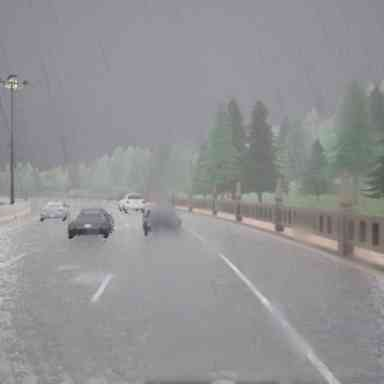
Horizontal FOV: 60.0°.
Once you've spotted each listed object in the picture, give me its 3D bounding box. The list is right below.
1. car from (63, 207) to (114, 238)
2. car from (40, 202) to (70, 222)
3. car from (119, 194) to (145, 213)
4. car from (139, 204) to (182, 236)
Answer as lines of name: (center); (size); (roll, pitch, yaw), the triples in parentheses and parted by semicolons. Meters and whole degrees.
car: (-5.232, 1.555, 17.640); (1.994, 1.385, 4.181); (0, 0, -9)
car: (-10.906, 1.523, 26.700); (1.812, 1.442, 4.674); (0, 0, -15)
car: (-6.600, 1.190, 36.266); (2.150, 2.045, 5.566); (0, 0, -20)
car: (-1.799, 1.579, 18.509); (1.895, 1.301, 4.718); (0, 0, -10)
